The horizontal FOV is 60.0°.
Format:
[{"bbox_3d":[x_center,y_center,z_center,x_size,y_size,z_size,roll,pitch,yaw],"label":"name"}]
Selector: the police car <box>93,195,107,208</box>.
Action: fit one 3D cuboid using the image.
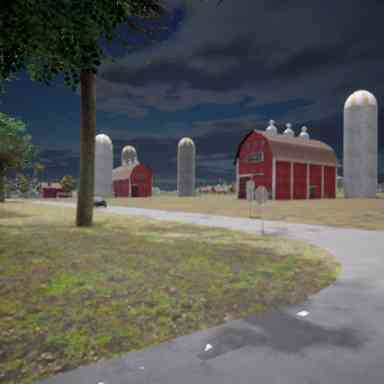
[{"bbox_3d":[-12.293,1.171,41.999,1.930,1.638,5.238,1,-1,-35],"label":"police car"}]
